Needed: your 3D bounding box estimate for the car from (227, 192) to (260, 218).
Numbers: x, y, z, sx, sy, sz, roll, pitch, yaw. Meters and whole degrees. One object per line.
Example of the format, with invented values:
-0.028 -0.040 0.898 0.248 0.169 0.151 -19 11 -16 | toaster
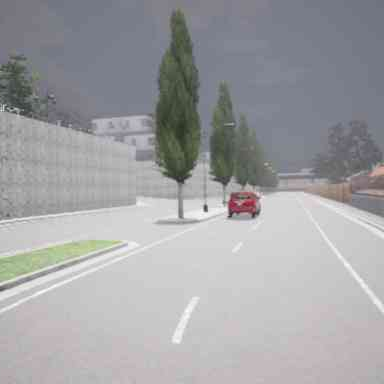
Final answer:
4.375 0.991 27.713 2.150 2.045 5.566 -1 0 17 | car
